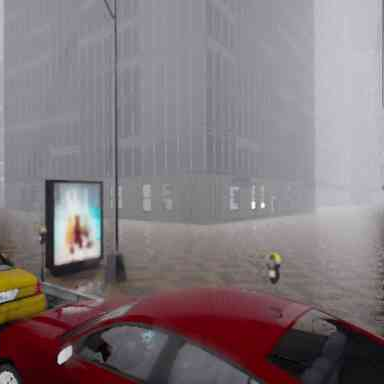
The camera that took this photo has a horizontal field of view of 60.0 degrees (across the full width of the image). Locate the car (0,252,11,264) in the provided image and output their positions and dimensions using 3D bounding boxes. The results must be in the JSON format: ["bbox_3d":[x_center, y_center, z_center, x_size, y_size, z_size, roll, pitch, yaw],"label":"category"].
[{"bbox_3d":[-4.671,1.508,6.216,4.829,1.417,1.752,0,0,36],"label":"car"}]

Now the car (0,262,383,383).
[{"bbox_3d":[-0.007,1.541,2.889,4.507,1.381,1.887,0,0,35],"label":"car"}]
